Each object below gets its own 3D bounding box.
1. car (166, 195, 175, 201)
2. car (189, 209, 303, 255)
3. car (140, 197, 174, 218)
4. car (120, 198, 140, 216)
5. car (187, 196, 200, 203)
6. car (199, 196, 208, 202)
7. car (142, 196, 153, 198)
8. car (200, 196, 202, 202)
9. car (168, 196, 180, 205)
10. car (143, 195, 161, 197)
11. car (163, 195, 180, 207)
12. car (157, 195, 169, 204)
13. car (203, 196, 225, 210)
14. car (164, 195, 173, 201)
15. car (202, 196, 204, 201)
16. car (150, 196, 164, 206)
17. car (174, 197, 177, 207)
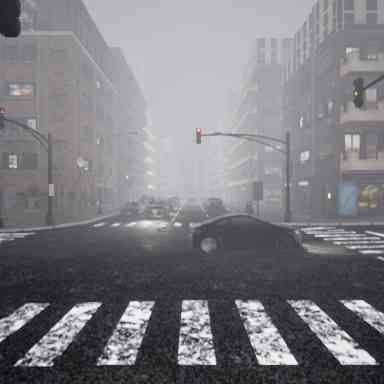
[{"bbox_3d":[-5.791,1.572,89.013,2.008,1.369,4.403,0,0,0],"label":"car"},{"bbox_3d":[1.968,1.501,12.632,4.181,1.385,1.994,-1,0,-1],"label":"car"},{"bbox_3d":[-3.126,1.489,30.622,2.128,1.511,4.902,0,0,1],"label":"car"},{"bbox_3d":[-5.726,1.564,32.188,1.947,1.339,4.313,0,0,0],"label":"car"},{"bbox_3d":[-0.036,1.521,70.608,2.128,1.511,4.902,0,0,0],"label":"car"},{"bbox_3d":[2.602,1.564,77.659,2.008,1.369,4.403,0,0,0],"label":"car"},{"bbox_3d":[-5.732,1.524,37.701,1.752,1.417,4.829,0,0,0],"label":"car"},{"bbox_3d":[2.629,1.585,54.930,1.802,1.307,4.206,0,0,0],"label":"car"},{"bbox_3d":[-3.113,1.482,59.909,1.882,1.535,5.008,0,0,0],"label":"car"},{"bbox_3d":[-5.739,1.315,43.554,2.192,1.841,5.009,0,0,0],"label":"car"},{"bbox_3d":[-3.145,1.565,49.899,1.994,1.385,4.181,0,0,0],"label":"car"},{"bbox_3d":[-5.765,1.448,66.284,1.967,1.590,4.097,0,0,0],"label":"car"},{"bbox_3d":[2.647,1.439,37.883,1.967,1.590,4.097,0,0,0],"label":"car"},{"bbox_3d":[-5.785,1.568,83.330,2.008,1.369,4.403,0,0,0],"label":"car"},{"bbox_3d":[2.641,1.440,43.565,1.967,1.590,4.097,0,0,0],"label":"car"},{"bbox_3d":[-5.752,1.443,54.919,1.967,1.590,4.097,0,0,0],"label":"car"},{"bbox_3d":[-3.144,1.600,39.921,1.895,1.301,4.718,0,0,0],"label":"car"}]
